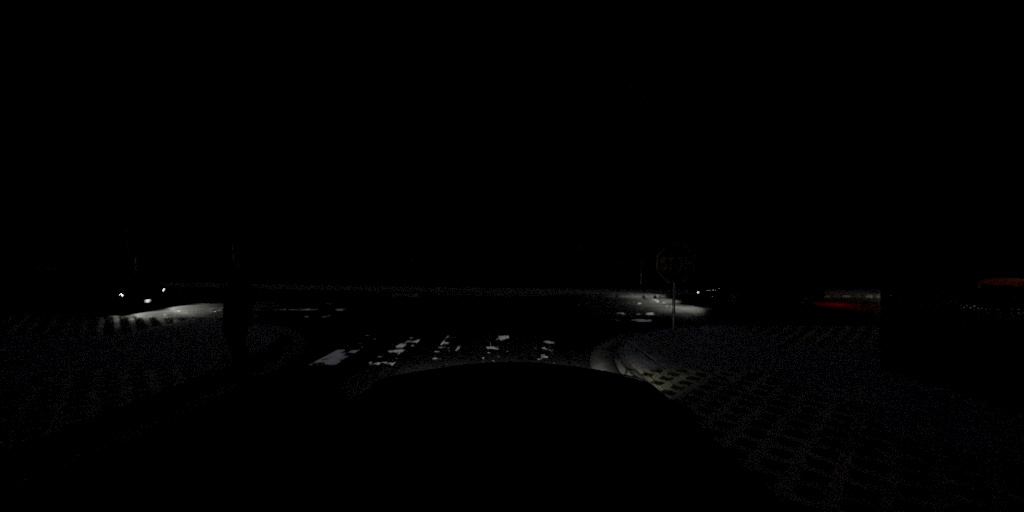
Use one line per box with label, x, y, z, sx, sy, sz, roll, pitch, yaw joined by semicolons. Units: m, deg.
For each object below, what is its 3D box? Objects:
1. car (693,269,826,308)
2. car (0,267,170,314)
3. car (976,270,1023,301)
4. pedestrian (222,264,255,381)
car;10.211;1.283;14.993;4.892;1.490;1.837;0;1;0
car;-14.969;1.076;12.119;5.357;1.411;2.033;1;1;0
car;22.596;1.215;14.948;5.008;1.535;1.882;-1;1;0
pedestrian;-4.445;1.043;5.818;0.375;1.860;0.375;-1;1;0
